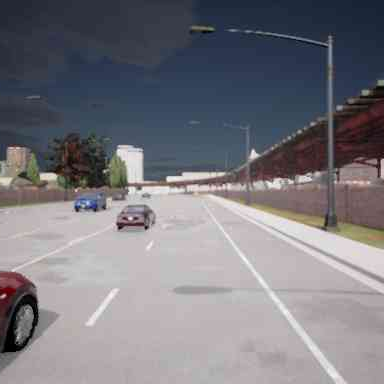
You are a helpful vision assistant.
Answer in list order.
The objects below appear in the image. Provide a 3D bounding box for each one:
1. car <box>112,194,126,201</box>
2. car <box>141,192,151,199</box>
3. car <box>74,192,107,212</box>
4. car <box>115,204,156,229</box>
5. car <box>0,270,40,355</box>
[{"bbox_3d":[-13.984,1.071,63.761,1.994,1.385,4.181,0,1,0],"label":"car"},{"bbox_3d":[-10.470,0.801,75.554,1.882,1.535,5.008,0,1,0],"label":"car"},{"bbox_3d":[-10.579,1.013,35.083,2.150,2.045,5.566,0,1,0],"label":"car"},{"bbox_3d":[-3.409,1.482,20.909,2.033,1.411,5.357,0,1,0],"label":"car"},{"bbox_3d":[-3.432,1.362,3.352,2.097,1.767,4.553,0,0,0],"label":"car"}]
